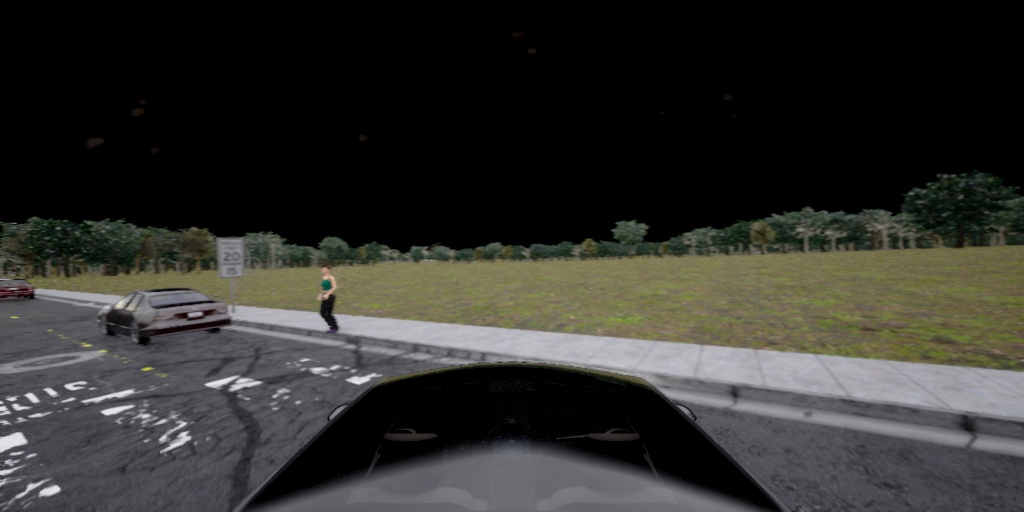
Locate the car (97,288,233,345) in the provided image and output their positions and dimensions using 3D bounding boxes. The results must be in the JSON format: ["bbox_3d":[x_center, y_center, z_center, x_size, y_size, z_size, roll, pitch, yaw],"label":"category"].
[{"bbox_3d":[-10.619,1.692,10.884,5.357,1.411,2.033,-2,0,31],"label":"car"}]

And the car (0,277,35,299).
[{"bbox_3d":[-39.865,2.583,28.426,4.553,1.767,2.097,-2,0,31],"label":"car"}]

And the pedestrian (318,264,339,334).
[{"bbox_3d":[-4.772,1.084,9.326,0.375,1.860,0.375,-3,-1,31],"label":"pedestrian"}]
